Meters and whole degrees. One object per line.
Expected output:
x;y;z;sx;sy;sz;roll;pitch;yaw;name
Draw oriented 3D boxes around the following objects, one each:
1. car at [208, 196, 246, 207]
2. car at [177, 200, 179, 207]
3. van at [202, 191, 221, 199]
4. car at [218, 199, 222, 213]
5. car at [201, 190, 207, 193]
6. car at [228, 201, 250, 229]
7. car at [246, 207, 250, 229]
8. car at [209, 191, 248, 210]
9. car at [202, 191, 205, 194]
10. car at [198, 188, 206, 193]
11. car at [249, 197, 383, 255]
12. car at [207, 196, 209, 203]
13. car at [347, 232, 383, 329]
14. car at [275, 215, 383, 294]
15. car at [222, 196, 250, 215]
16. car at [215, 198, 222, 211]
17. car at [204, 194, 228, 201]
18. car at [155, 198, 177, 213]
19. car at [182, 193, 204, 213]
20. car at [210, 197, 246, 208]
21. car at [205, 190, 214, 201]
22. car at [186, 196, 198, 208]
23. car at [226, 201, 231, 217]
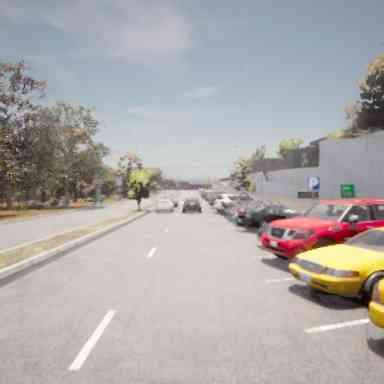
5.242;1.389;50.055;5.366;1.575;1.946;1;0;-20;car
-2.985;1.509;49.295;1.895;1.301;4.718;0;1;0;car
4.964;0.696;85.866;4.442;1.987;1.878;1;1;-20;van
5.073;1.572;28.957;4.674;1.452;2.002;1;0;-20;car
5.042;0.953;73.972;4.553;1.767;2.185;1;1;-20;car
5.063;1.519;19.957;5.008;1.535;2.097;1;0;-20;car
5.044;1.531;13.940;4.792;1.488;2.163;1;0;-20;car
5.099;1.263;34.980;5.566;2.045;2.435;1;0;-20;car
5.044;1.187;67.984;4.792;1.488;2.163;1;1;-20;car
5.048;0.710;82.913;5.566;2.045;2.435;1;1;-20;car
5.050;1.244;10.938;5.566;2.045;2.435;1;0;-20;car
4.898;1.494;37.909;5.366;1.575;1.946;1;1;-20;car
5.244;1.487;5.019;5.366;1.575;1.946;1;0;-20;car
4.896;1.484;7.885;5.366;1.575;1.946;1;0;-20;car
5.102;1.404;25.968;4.553;1.767;2.185;1;0;-20;car
5.096;1.553;31.982;4.792;1.488;2.163;1;0;-20;car
5.065;1.158;71.002;4.674;1.452;2.002;1;1;-20;car
-3.000;1.538;37.738;1.812;1.442;4.674;0;0;0;car
0.000;1.366;37.344;2.097;1.767;4.553;0;0;0;car
5.074;1.464;46.983;4.674;1.452;2.002;1;1;-20;car
5.048;1.205;43.961;5.566;2.045;2.435;1;1;-20;car
0.020;1.436;49.081;1.812;1.442;4.674;0;1;0;car
5.073;1.566;22.958;4.674;1.452;2.002;1;0;-20;car
